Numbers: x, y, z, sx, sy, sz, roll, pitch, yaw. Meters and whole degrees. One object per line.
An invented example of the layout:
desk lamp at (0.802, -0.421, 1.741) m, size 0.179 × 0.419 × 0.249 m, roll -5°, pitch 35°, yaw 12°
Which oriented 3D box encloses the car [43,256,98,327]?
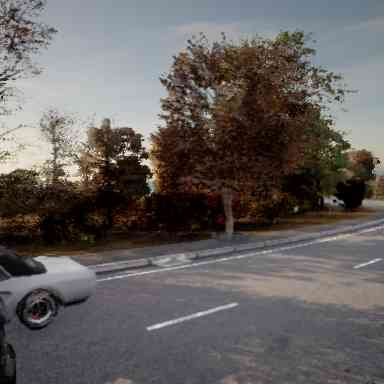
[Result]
car at (-4.149, 1.625, 5.457) m, size 4.718 × 1.301 × 1.895 m, roll 0°, pitch 0°, yaw -36°

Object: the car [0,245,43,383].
car at (-3.857, 1.228, 1.369) m, size 5.566 × 2.045 × 2.150 m, roll 0°, pitch 0°, yaw -35°
